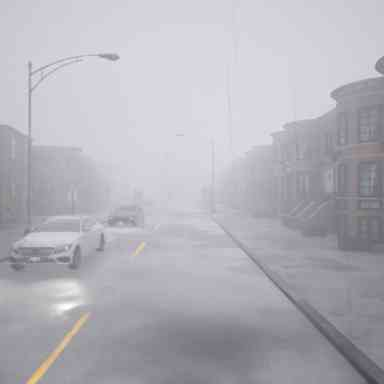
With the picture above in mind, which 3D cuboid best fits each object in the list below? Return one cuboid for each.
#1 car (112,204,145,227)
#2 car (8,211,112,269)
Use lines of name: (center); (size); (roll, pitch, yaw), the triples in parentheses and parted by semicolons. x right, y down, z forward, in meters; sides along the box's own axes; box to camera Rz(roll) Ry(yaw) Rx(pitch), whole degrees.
car: (-4.431, 1.551, 23.176); (2.033, 1.411, 5.357); (0, 0, -1)
car: (-4.255, 1.527, 11.246); (1.812, 1.442, 4.674); (0, 0, -1)
